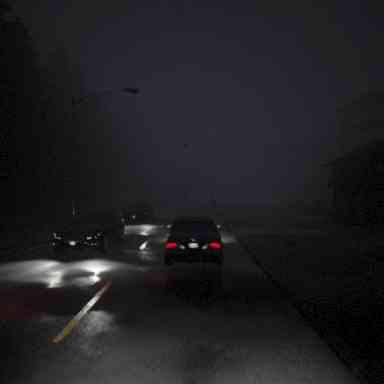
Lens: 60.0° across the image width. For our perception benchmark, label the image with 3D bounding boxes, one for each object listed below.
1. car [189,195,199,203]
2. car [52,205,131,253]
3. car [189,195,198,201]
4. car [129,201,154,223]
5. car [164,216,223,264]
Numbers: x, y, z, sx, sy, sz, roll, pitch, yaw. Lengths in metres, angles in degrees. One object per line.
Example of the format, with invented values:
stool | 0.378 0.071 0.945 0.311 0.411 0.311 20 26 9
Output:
car | 0.344 1.470 69.644 2.128 1.511 4.902 0 0 0
car | -4.033 1.487 13.688 1.837 1.490 4.892 0 0 0
car | 0.396 1.360 80.063 2.033 1.411 5.357 0 0 0
car | -3.952 1.479 25.038 1.837 1.490 4.892 0 0 1
car | 0.052 1.538 11.754 2.033 1.411 5.357 0 0 0
